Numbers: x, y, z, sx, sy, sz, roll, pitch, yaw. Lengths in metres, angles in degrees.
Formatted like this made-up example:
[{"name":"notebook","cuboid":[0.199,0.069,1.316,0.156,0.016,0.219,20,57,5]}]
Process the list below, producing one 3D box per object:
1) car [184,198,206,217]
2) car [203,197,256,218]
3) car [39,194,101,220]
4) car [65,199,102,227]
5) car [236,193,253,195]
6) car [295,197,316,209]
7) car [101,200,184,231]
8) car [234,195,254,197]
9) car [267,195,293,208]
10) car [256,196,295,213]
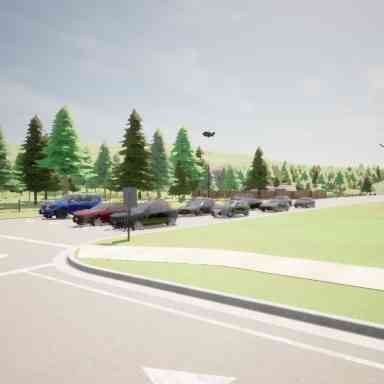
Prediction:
[{"name":"car","cuboid":[0.883,1.548,32.240,2.033,1.411,5.357,0,0,37]},{"name":"car","cuboid":[3.485,1.492,29.872,2.128,1.511,4.902,0,0,36]},{"name":"car","cuboid":[-10.289,1.224,28.846,2.150,2.045,5.566,0,0,36]},{"name":"car","cuboid":[-5.831,1.478,23.085,1.882,1.535,5.008,0,0,36]},{"name":"car","cuboid":[8.200,1.223,53.976,2.150,2.045,5.566,0,0,36]},{"name":"car","cuboid":[15.915,1.505,46.765,1.837,1.490,4.892,0,0,37]},{"name":"car","cuboid":[-2.962,1.478,21.061,1.882,1.535,5.008,0,0,36]},{"name":"car","cuboid":[6.937,1.478,40.489,1.882,1.535,5.008,0,0,36]},{"name":"car","cuboid":[12.889,1.352,48.558,2.097,1.767,4.553,0,0,37]},{"name":"car","cuboid":[9.582,1.548,38.185,2.033,1.411,5.357,0,0,36]}]
